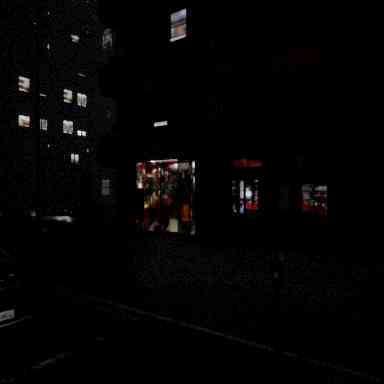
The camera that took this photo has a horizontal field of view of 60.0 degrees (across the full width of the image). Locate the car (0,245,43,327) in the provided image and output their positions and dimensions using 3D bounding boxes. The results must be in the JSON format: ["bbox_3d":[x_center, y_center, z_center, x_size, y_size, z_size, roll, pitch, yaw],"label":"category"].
[{"bbox_3d":[-4.473,1.551,6.062,4.403,1.369,2.008,0,0,35],"label":"car"}]

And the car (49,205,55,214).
[{"bbox_3d":[-10.949,1.250,30.497,1.752,1.417,4.829,1,1,35],"label":"car"}]

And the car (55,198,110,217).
[{"bbox_3d":[-9.104,1.295,28.633,1.994,1.385,4.181,0,1,35],"label":"car"}]

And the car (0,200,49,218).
[{"bbox_3d":[-14.039,1.350,26.071,2.008,1.369,4.403,1,1,35],"label":"car"}]
